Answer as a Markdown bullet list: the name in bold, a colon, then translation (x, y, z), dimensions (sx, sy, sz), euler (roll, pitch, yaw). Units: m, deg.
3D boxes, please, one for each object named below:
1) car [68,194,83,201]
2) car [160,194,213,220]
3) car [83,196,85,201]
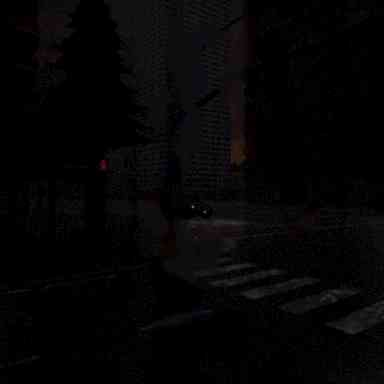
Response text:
- **car**: translation (-28.083, 1.323, 78.930), dimensions (1.837, 1.490, 4.892), euler (0, 0, -36)
- **car**: translation (-0.593, 1.218, 28.246), dimensions (2.150, 2.045, 5.566), euler (0, 0, -36)
- **car**: translation (-25.235, 1.335, 80.964), dimensions (2.128, 1.511, 4.902), euler (0, 0, -36)
